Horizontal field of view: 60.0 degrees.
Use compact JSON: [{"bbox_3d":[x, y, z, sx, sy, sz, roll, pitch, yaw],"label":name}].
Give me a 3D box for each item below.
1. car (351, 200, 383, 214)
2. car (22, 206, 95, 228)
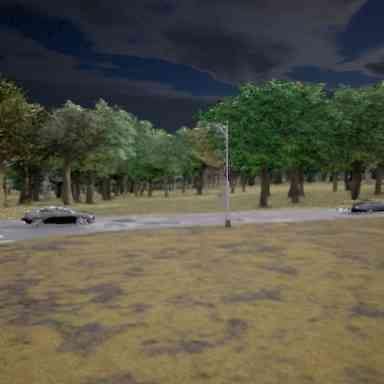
[{"bbox_3d":[18.550,1.494,34.337,4.181,1.385,1.994,-1,1,-20],"label":"car"},{"bbox_3d":[-9.649,1.747,24.203,4.902,1.511,2.128,0,1,-20],"label":"car"}]
